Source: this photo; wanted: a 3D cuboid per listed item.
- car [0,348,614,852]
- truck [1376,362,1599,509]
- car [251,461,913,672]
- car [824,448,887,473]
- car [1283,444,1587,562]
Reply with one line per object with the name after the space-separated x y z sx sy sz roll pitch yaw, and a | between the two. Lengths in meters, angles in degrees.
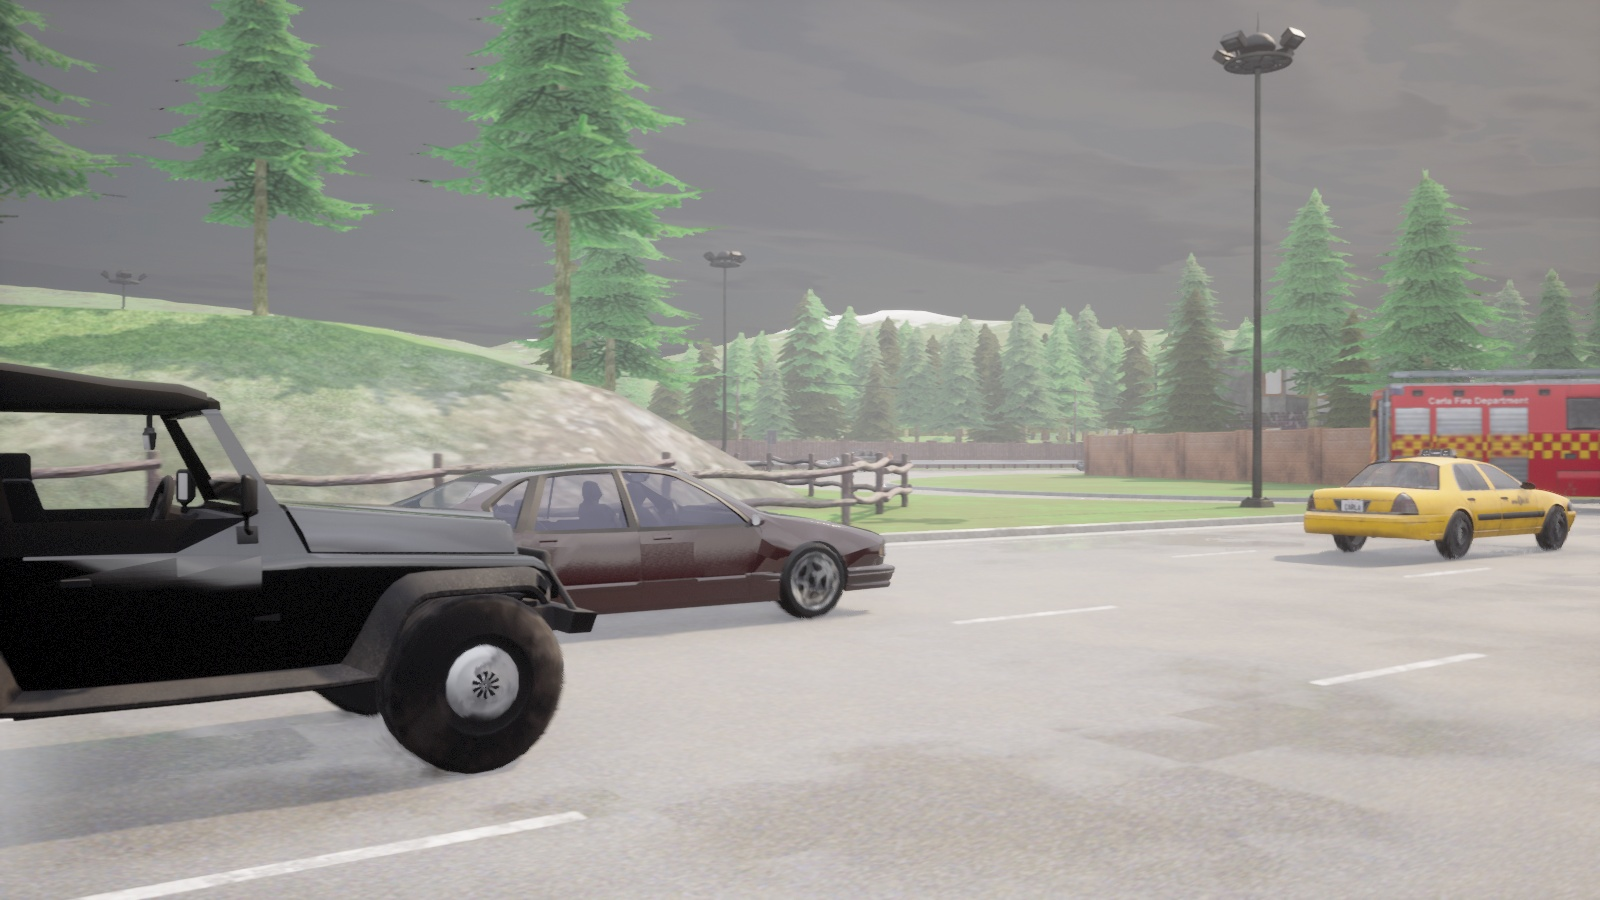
-3.042 0.562 5.808 3.866 1.878 1.905 0 0 -35 | car
20.569 -0.379 34.196 8.468 3.827 2.891 0 0 13 | truck
-1.725 0.823 11.010 5.357 1.411 2.033 0 0 -35 | car
4.285 0.791 96.140 4.605 1.855 1.932 0 0 -35 | car
9.729 0.710 19.051 5.366 1.575 1.801 0 0 -35 | car
